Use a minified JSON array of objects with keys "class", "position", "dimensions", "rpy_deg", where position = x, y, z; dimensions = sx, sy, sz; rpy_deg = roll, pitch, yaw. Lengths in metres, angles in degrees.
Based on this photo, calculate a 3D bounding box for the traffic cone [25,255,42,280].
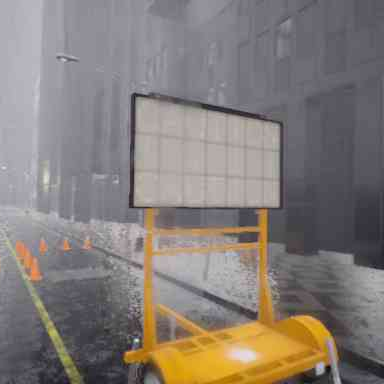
[{"class":"traffic cone","position":[-4.601,2.241,9.752],"dimensions":[0.340,0.580,0.340],"rpy_deg":[2,-2,-32]}]

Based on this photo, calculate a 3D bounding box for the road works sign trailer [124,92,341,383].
[{"class":"road works sign trailer","position":[0.181,0.632,4.523],"dimensions":[2.380,3.560,2.880],"rpy_deg":[2,-2,-32]}]

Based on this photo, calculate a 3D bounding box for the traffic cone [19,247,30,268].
[{"class":"traffic cone","position":[-5.648,2.286,11.455],"dimensions":[0.340,0.580,0.340],"rpy_deg":[2,-2,-32]}]

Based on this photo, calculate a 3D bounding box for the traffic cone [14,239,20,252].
[{"class":"traffic cone","position":[-7.743,2.377,14.861],"dimensions":[0.340,0.580,0.340],"rpy_deg":[2,-2,-32]}]

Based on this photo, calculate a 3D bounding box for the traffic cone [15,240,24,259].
[{"class":"traffic cone","position":[-6.696,2.331,13.158],"dimensions":[0.340,0.580,0.340],"rpy_deg":[2,-2,-32]}]

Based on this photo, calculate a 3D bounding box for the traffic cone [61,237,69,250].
[{"class":"traffic cone","position":[-6.040,2.436,15.907],"dimensions":[0.340,0.580,0.340],"rpy_deg":[2,-2,-32]}]
